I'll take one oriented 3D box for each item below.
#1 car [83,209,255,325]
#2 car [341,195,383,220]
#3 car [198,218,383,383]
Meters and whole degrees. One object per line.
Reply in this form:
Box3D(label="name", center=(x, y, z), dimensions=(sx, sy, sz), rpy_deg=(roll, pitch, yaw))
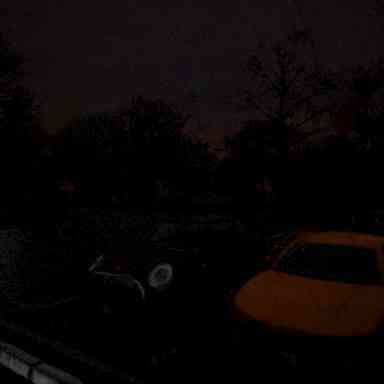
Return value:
Box3D(label="car", center=(-0.070, 1.320, 7.258), dimensions=(2.185, 1.767, 4.553), rpy_deg=(0, 0, 35))
Box3D(label="car", center=(8.707, 1.196, 16.017), dimensions=(2.435, 2.045, 5.566), rpy_deg=(0, 0, 35))
Box3D(label="car", center=(2.402, 1.446, 5.496), dimensions=(2.097, 1.535, 5.008), rpy_deg=(0, 0, 35))
